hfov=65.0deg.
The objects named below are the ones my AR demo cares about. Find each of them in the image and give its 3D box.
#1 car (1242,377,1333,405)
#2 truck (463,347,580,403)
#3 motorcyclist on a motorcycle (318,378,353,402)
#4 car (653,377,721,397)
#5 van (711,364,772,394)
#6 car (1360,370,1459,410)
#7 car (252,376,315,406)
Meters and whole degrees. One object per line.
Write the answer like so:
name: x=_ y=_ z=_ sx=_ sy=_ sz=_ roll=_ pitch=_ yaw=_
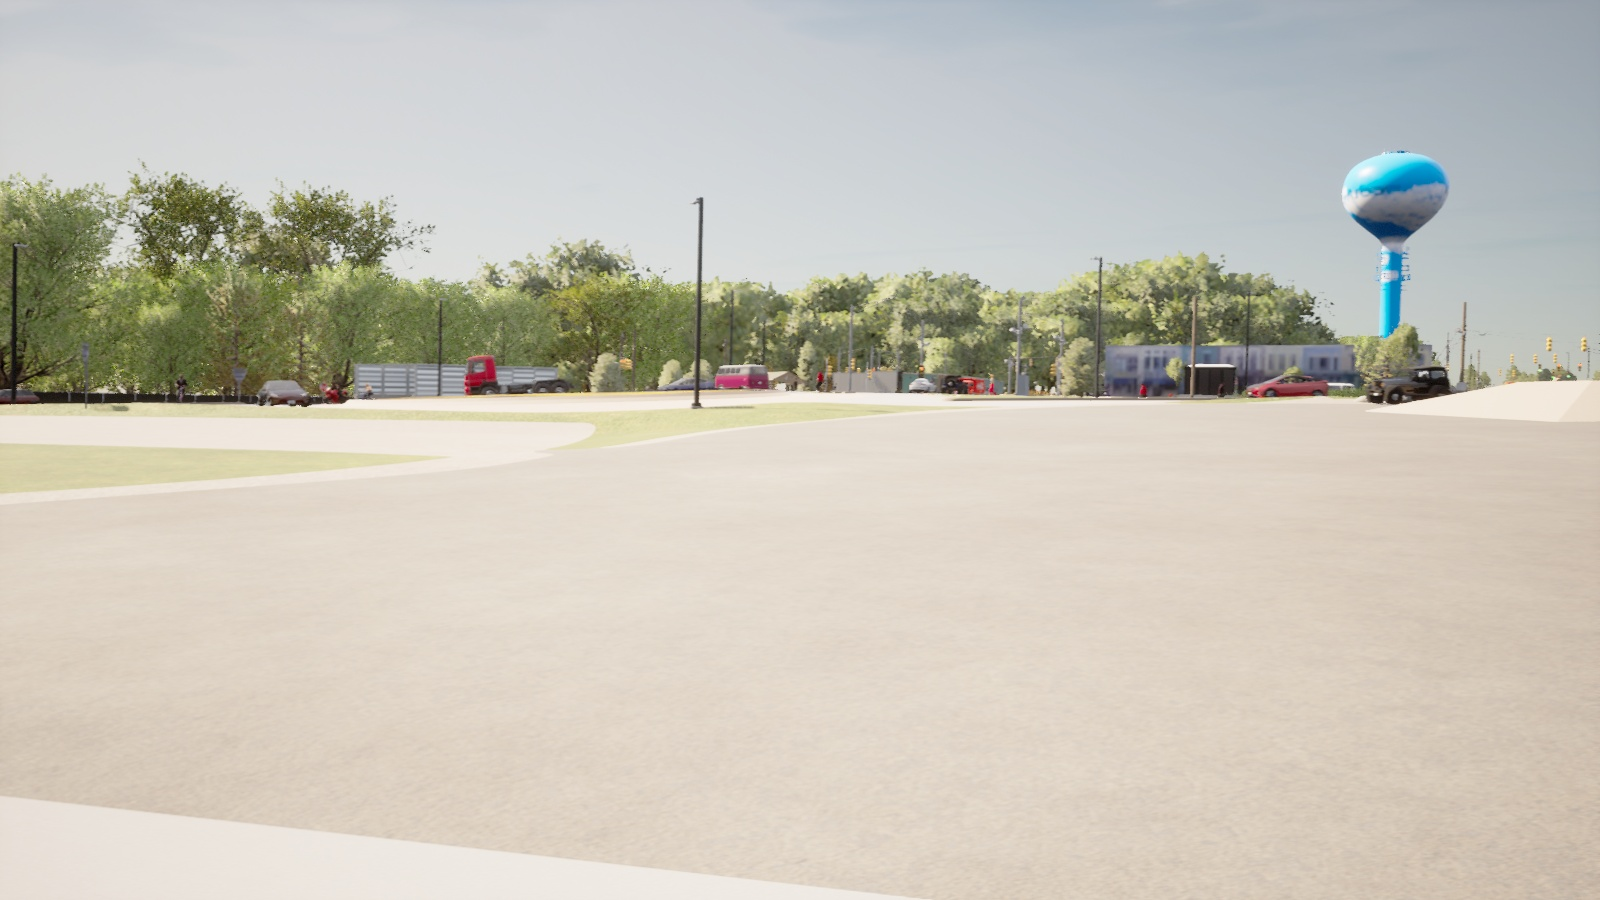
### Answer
car: x=28.518 y=-3.429 z=73.601 sx=4.514 sy=1.525 sz=2.007 roll=1 pitch=2 yaw=-4
truck: x=-20.371 y=-5.478 z=91.831 sx=7.936 sy=3.462 sz=2.891 roll=-4 pitch=1 yaw=-16
motorcyclist on a motorcycle: x=-29.604 y=-3.820 z=80.082 sx=0.797 sy=1.523 sz=2.044 roll=0 pitch=3 yaw=24
car: x=-8.899 y=-4.984 z=98.853 sx=4.792 sy=1.488 sz=2.163 roll=-3 pitch=5 yaw=-27
van: x=-4.091 y=-4.892 z=86.949 sx=1.775 sy=1.987 sz=4.442 roll=-1 pitch=2 yaw=-41
car: x=29.678 y=-2.932 z=61.219 sx=3.866 sy=1.878 sz=1.905 roll=1 pitch=3 yaw=-5
car: x=-27.476 y=-3.160 z=66.717 sx=2.163 sy=1.488 sz=4.792 roll=-3 pitch=4 yaw=-33
